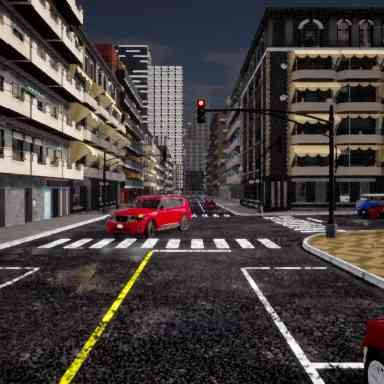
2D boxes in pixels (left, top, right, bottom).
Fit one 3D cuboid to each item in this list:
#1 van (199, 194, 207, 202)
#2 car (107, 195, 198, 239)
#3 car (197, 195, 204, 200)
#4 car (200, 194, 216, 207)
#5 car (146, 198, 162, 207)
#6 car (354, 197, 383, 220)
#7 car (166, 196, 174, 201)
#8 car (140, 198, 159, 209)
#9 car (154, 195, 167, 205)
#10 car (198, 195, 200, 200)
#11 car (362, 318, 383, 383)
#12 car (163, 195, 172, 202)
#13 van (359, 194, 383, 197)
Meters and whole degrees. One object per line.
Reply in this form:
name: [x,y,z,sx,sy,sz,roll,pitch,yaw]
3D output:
van: [2.547,1.379,78.449,1.690,1.788,3.998,-1,0,0]
car: [-2.069,1.220,17.746,2.150,2.045,5.566,-1,-1,27]
car: [2.521,1.603,95.033,1.887,1.381,4.507,-1,0,0]
car: [2.596,1.454,50.810,1.967,1.590,4.097,-1,0,0]
car: [-5.783,1.580,50.801,1.947,1.339,4.313,0,0,0]
car: [14.773,1.292,24.817,4.181,1.385,1.994,-1,0,-1]
car: [-5.850,1.633,89.496,1.802,1.307,4.206,-1,0,0]
car: [-5.773,1.561,45.273,2.008,1.369,4.403,0,0,0]
car: [-5.804,1.463,61.857,1.967,1.590,4.097,-1,0,0]
car: [2.569,1.578,67.394,2.008,1.369,4.403,-1,0,0]
car: [2.681,1.544,1.811,1.887,1.381,4.507,0,0,0]
car: [-5.831,1.563,78.270,1.752,1.417,4.829,-1,0,0]
van: [15.596,1.035,27.404,3.998,1.788,1.690,-1,1,-1]
